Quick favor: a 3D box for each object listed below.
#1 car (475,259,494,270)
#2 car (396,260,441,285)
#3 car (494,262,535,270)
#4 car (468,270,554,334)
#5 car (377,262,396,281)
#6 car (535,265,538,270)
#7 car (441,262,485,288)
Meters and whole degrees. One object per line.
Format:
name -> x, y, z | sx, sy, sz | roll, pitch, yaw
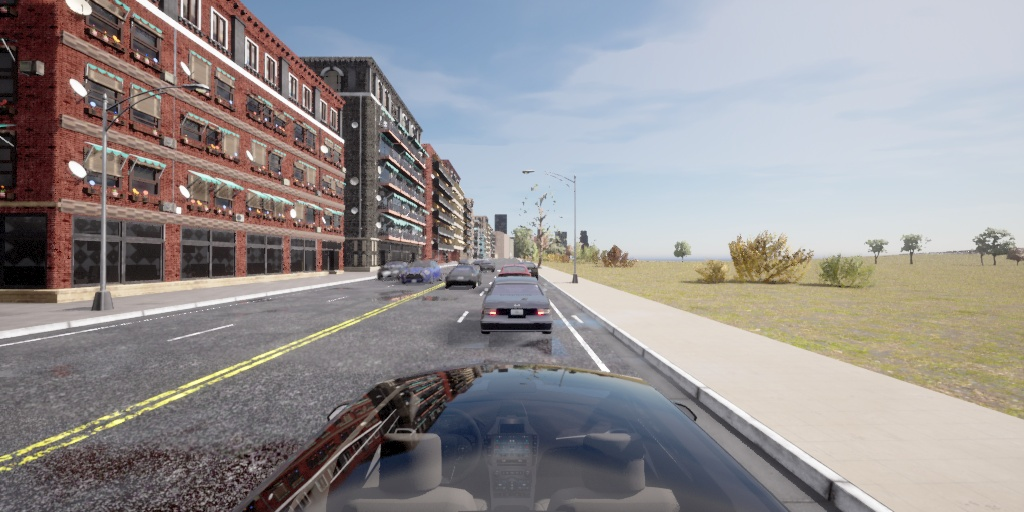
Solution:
car -> -3.068, 1.242, 45.071 | 2.128, 1.511, 4.902 | 0, 0, 0
car -> -6.555, 1.105, 26.262 | 2.097, 1.767, 4.553 | 0, 0, 0
car -> 0.139, 1.231, 21.085 | 1.882, 1.535, 5.008 | 0, 0, 0
car -> 0.115, 1.299, 10.545 | 2.033, 1.411, 5.357 | 0, 0, 0
car -> -9.798, 1.245, 30.291 | 2.128, 1.511, 4.902 | 0, 0, 0
car -> 1.192, 1.232, 30.522 | 1.882, 1.535, 5.008 | 0, 0, 0
car -> -3.110, 1.317, 23.666 | 1.994, 1.385, 4.181 | 0, 0, 0
